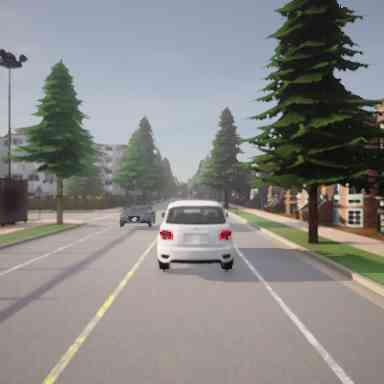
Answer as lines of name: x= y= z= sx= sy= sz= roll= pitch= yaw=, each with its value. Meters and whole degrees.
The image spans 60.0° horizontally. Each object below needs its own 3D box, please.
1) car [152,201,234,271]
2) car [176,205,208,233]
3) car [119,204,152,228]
car: x=0.105 y=1.293 z=11.291 sx=2.150 sy=2.045 sz=5.566 roll=0 pitch=0 yaw=0
car: x=-0.103 y=1.659 z=21.815 sx=1.812 sy=1.442 sz=4.674 roll=0 pitch=0 yaw=-4
car: x=-3.491 y=1.494 z=22.079 sx=1.994 sy=1.385 sz=4.181 roll=0 pitch=0 yaw=0
